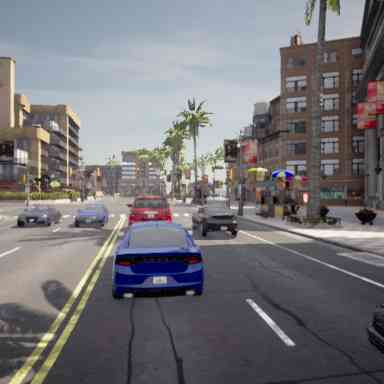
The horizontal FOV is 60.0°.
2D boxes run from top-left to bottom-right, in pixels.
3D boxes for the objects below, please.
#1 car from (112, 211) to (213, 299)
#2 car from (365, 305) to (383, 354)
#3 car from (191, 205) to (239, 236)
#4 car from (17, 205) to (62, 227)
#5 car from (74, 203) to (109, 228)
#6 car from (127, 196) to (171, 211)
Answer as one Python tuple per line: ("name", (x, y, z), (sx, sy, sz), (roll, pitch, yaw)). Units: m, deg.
("car", (-0.922, 1.476, 8.594), (1.882, 1.535, 5.008), (0, 0, -8))
("car", (3.375, 1.547, 1.975), (2.033, 1.411, 5.357), (0, 0, -4))
("car", (1.159, 1.499, 18.347), (1.837, 1.490, 4.892), (0, 0, -9))
("car", (-10.216, 1.562, 22.502), (1.994, 1.385, 4.181), (0, 0, -9))
("car", (-6.698, 1.521, 22.644), (1.812, 1.442, 4.674), (0, 0, -9))
("car", (-2.341, 1.217, 18.244), (2.150, 2.045, 5.566), (0, 0, -9))
